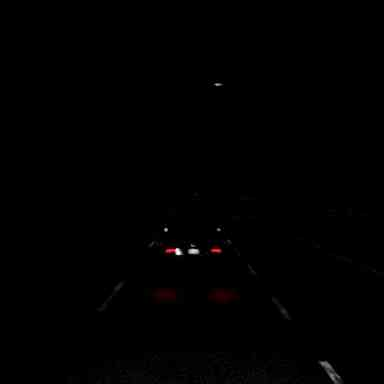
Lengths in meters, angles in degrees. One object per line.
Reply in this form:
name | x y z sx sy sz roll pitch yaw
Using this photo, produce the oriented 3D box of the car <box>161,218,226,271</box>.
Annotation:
car | 0.023 1.587 11.065 2.033 1.411 5.357 0 0 0
